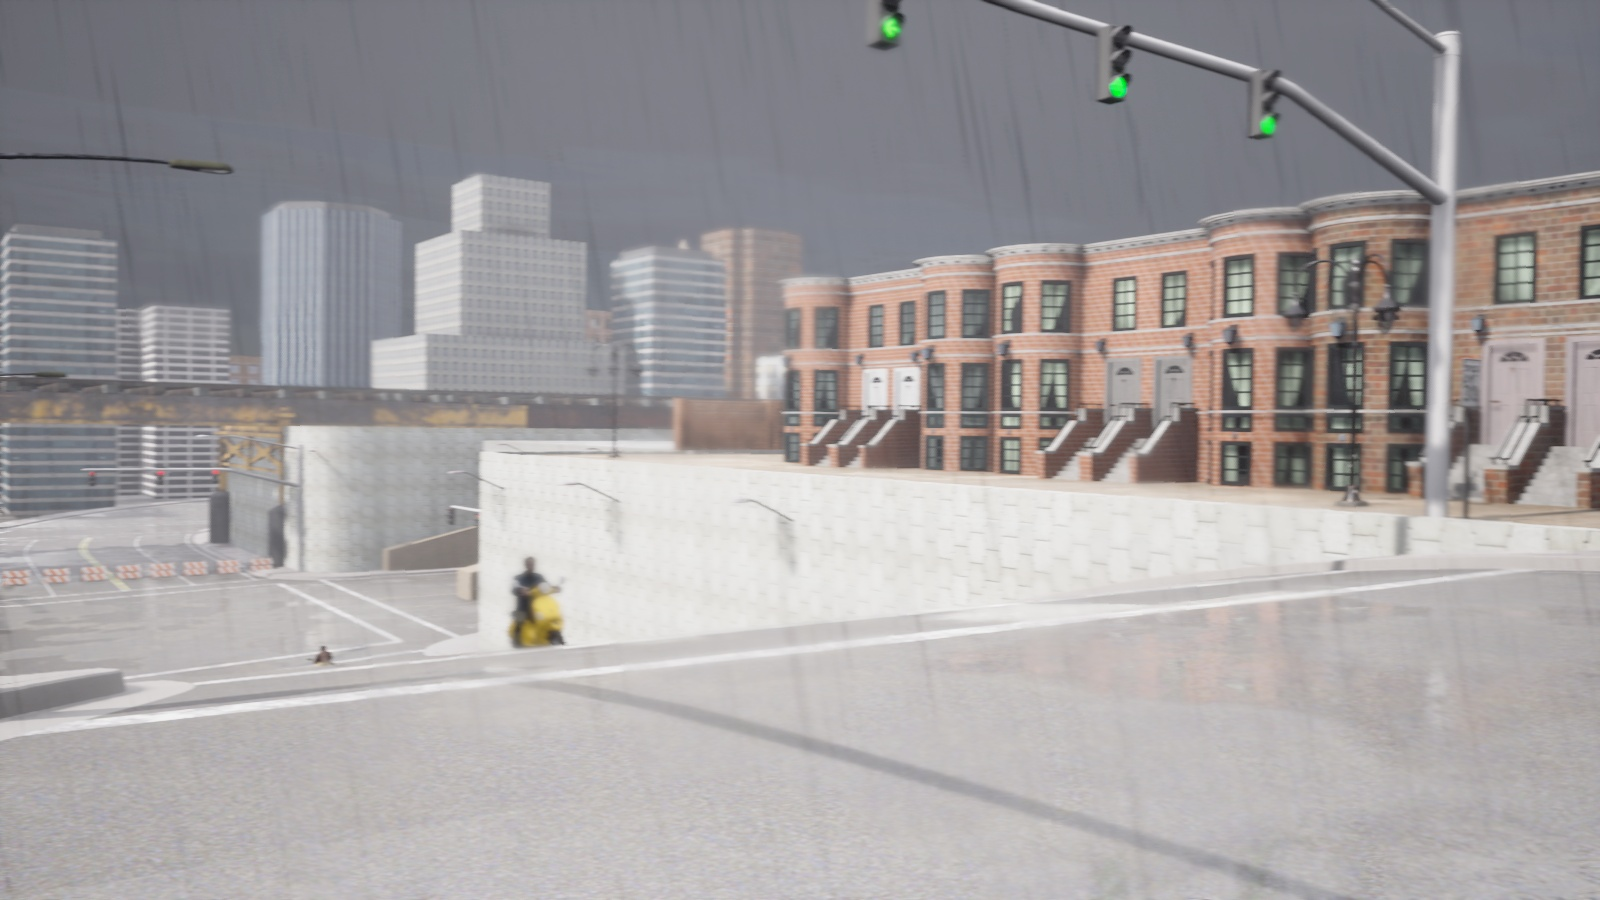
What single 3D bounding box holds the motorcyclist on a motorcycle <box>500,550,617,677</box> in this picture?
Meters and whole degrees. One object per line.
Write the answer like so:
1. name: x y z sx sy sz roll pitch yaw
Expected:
1. motorcyclist on a motorcycle: -3.583 2.424 18.479 0.866 1.590 1.817 -2 -11 -35
